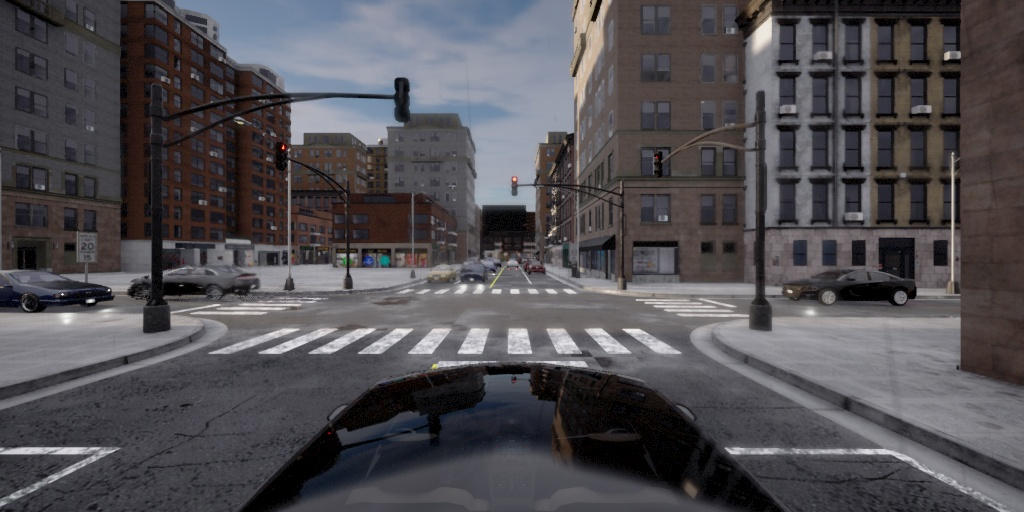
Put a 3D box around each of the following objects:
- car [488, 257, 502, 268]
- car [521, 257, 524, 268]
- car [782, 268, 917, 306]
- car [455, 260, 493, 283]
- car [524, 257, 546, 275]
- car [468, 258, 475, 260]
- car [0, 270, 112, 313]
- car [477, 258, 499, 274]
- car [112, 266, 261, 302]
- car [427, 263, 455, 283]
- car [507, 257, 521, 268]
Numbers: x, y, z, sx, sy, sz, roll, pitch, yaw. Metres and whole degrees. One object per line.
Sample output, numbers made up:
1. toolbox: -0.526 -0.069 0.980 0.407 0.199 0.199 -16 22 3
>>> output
1. car: -2.742 1.246 62.319 1.882 1.535 5.008 0 0 0
2. car: 2.644 1.066 45.066 2.192 1.841 5.009 0 0 0
3. car: 14.774 1.310 15.873 5.008 1.535 1.882 0 0 -1
4. car: -2.845 1.298 28.165 2.033 1.411 5.357 0 0 0
5. car: 2.643 1.191 39.404 1.967 1.591 4.097 0 0 0
6. car: -5.382 1.302 45.068 2.007 1.370 4.403 0 0 0
7. car: -17.802 1.216 12.888 5.357 1.411 2.033 0 0 0
8. car: -2.842 1.277 42.478 1.812 1.442 4.674 0 0 0
9. car: -14.126 1.178 16.089 4.902 1.511 2.128 0 0 -3
10. car: -5.384 1.276 27.912 1.751 1.417 4.829 0 0 0
11. car: 0.112 1.279 61.904 1.812 1.442 4.674 0 0 0
